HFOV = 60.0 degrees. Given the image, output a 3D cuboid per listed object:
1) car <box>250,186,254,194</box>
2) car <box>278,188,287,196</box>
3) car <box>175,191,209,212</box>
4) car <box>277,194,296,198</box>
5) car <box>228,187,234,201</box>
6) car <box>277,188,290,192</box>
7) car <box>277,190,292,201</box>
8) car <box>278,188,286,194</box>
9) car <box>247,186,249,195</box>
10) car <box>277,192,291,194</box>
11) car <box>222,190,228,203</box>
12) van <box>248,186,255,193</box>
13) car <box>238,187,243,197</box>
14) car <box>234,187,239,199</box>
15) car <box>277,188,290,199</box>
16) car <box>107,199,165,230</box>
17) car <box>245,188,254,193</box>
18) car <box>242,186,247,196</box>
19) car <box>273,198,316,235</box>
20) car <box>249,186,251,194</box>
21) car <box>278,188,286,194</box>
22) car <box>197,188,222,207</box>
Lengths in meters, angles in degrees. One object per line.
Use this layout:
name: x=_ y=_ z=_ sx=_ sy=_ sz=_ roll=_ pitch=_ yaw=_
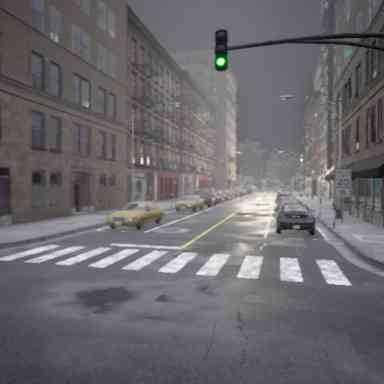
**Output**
car: x=12.404 y=-0.424 z=76.482 sx=2.192 sy=1.841 sz=5.009 roll=1 pitch=1 yaw=15
car: x=18.791 y=-0.012 z=69.158 sx=1.887 sy=1.381 sz=4.507 roll=1 pitch=1 yaw=15
car: x=-0.108 y=0.867 z=28.598 sx=1.752 sy=1.417 sz=4.829 roll=1 pitch=1 yaw=15
car: x=6.340 y=1.067 z=21.429 sx=1.887 sy=1.381 sz=4.507 roll=1 pitch=1 yaw=15
car: x=4.091 y=0.419 z=44.669 sx=1.967 sy=1.590 sz=4.097 roll=1 pitch=1 yaw=15
car: x=11.874 y=0.593 z=42.642 sx=2.008 sy=1.369 sz=4.403 roll=1 pitch=1 yaw=15
car: x=13.257 y=0.473 z=47.945 sx=2.008 sy=1.369 sz=4.403 roll=1 pitch=1 yaw=15
car: x=21.558 y=-0.213 z=79.765 sx=1.802 sy=1.307 sz=4.206 roll=1 pitch=1 yaw=15
car: x=9.590 y=0.028 z=65.717 sx=1.752 sy=1.417 sz=4.829 roll=1 pitch=1 yaw=15
car: x=7.724 y=0.953 z=26.732 sx=2.008 sy=1.369 sz=4.403 roll=1 pitch=1 yaw=15
car: x=2.706 y=0.539 z=39.366 sx=1.967 sy=1.590 sz=4.097 roll=1 pitch=1 yaw=15
van: x=16.560 y=-0.756 z=92.391 sx=1.690 sy=1.788 sz=3.998 roll=1 pitch=1 yaw=15
car: x=6.862 y=0.305 z=55.277 sx=1.947 sy=1.339 sz=4.313 roll=1 pitch=1 yaw=15
car: x=5.476 y=0.409 z=49.974 sx=2.008 sy=1.369 sz=4.403 roll=1 pitch=1 yaw=15
car: x=14.641 y=0.242 z=53.246 sx=1.967 sy=1.590 sz=4.097 roll=1 pitch=1 yaw=15
car: x=-2.878 y=1.108 z=17.993 sx=1.752 sy=1.417 sz=4.829 roll=1 pitch=1 yaw=15
car: x=15.174 y=-0.433 z=87.093 sx=1.887 sy=1.381 sz=4.507 roll=1 pitch=1 yaw=15
car: x=8.248 y=-0.066 z=60.574 sx=2.192 sy=1.841 sz=5.009 roll=1 pitch=1 yaw=15
car: x=4.957 y=1.193 z=16.127 sx=2.008 sy=1.369 sz=4.403 roll=1 pitch=1 yaw=15
car: x=11.018 y=-0.038 z=71.186 sx=1.802 sy=1.307 sz=4.206 roll=1 pitch=1 yaw=15
car: x=22.942 y=-0.364 z=85.068 sx=2.008 sy=1.369 sz=4.403 roll=1 pitch=1 yaw=15
car: x=1.321 y=0.534 z=34.060 sx=2.192 sy=1.841 sz=5.009 roll=1 pitch=1 yaw=15
